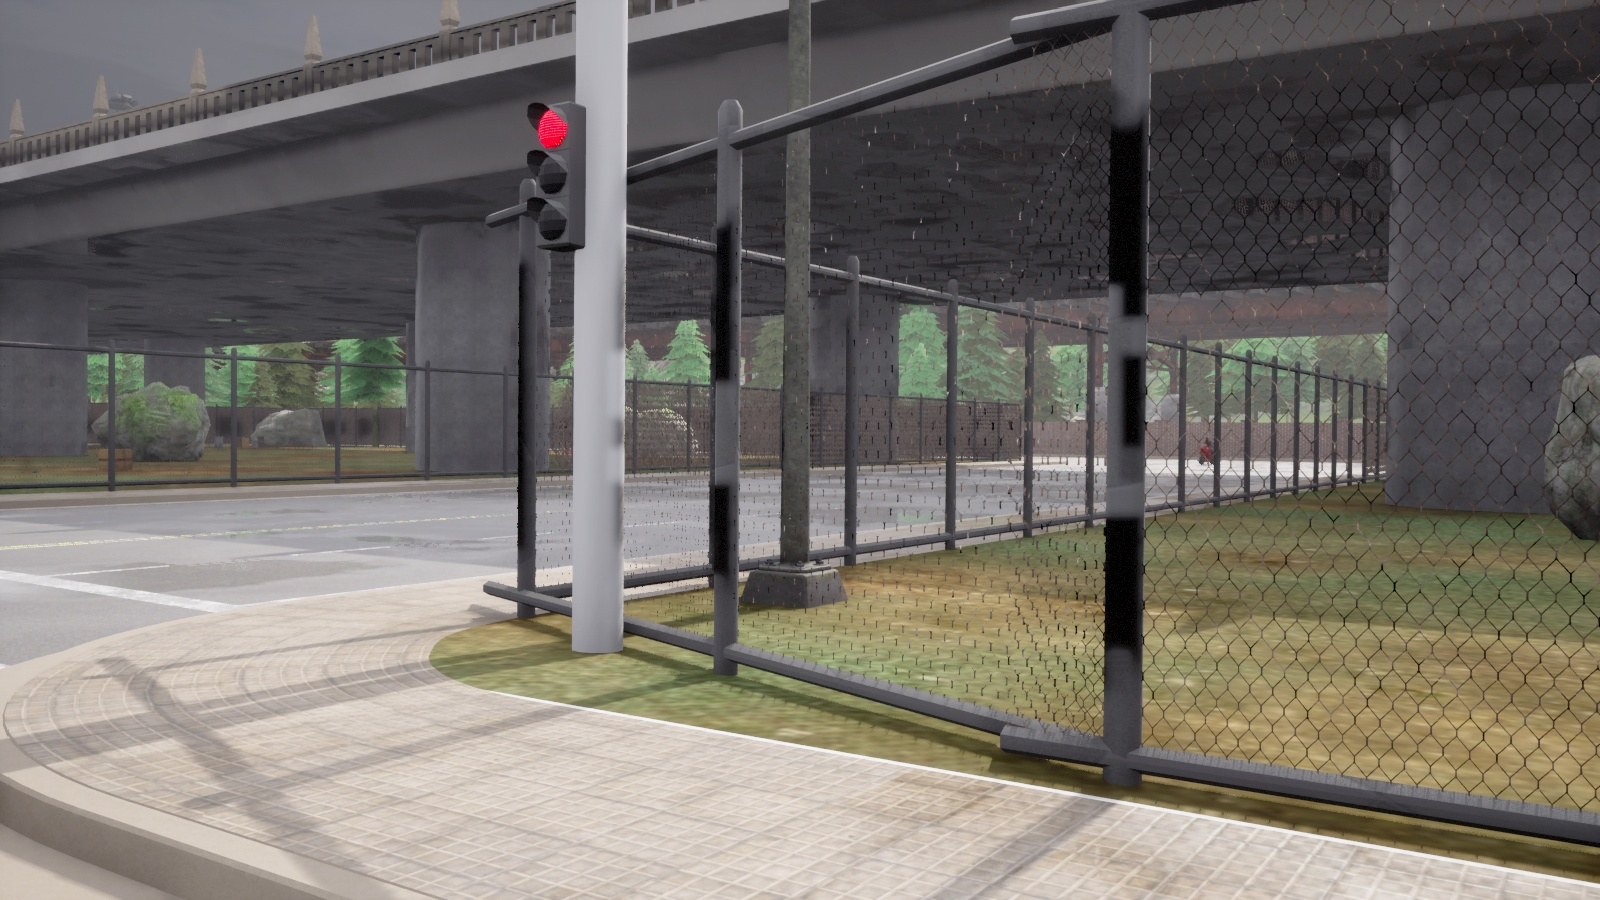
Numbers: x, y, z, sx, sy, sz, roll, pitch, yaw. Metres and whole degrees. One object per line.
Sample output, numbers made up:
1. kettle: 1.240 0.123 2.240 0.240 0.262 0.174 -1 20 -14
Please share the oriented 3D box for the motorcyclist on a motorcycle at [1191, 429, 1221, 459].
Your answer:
1. motorcyclist on a motorcycle: 21.479 -0.332 66.386 0.797 1.523 2.044 1 2 39
